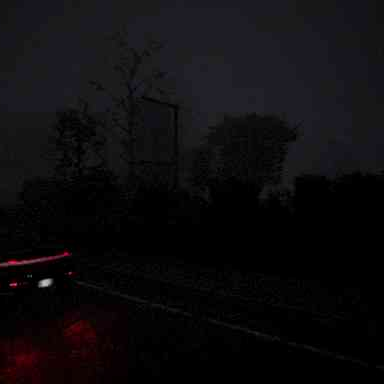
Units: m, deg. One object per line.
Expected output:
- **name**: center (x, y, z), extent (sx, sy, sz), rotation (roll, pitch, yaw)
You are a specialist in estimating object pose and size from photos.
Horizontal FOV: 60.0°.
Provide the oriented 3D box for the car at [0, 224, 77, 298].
- **car**: center (-4.649, 1.498, 7.783), extent (4.902, 1.511, 2.128), rotation (0, 0, 39)
